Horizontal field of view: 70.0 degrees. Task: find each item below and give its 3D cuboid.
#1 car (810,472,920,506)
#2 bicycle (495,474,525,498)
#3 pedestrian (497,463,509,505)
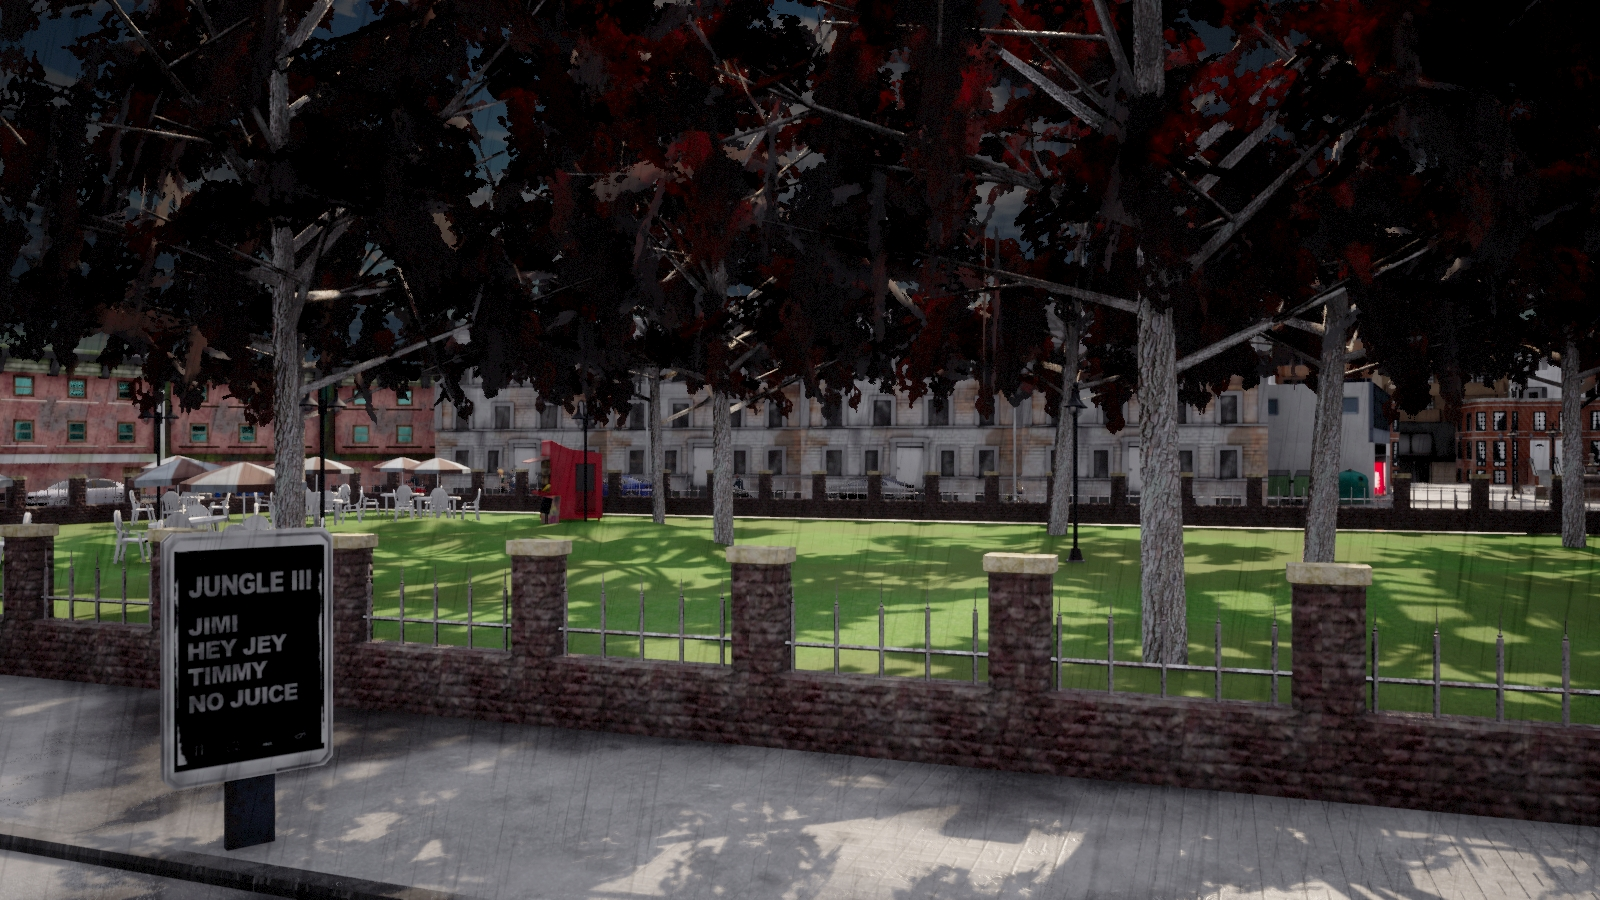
[{"bbox_3d":[3.140,1.834,55.105,4.902,1.511,2.128,0,0,20],"label":"car"},{"bbox_3d":[-15.699,1.950,61.920,1.643,1.296,0.373,0,0,20],"label":"bicycle"},{"bbox_3d":[-13.491,1.537,51.882,0.375,1.860,0.375,0,0,17],"label":"pedestrian"}]
